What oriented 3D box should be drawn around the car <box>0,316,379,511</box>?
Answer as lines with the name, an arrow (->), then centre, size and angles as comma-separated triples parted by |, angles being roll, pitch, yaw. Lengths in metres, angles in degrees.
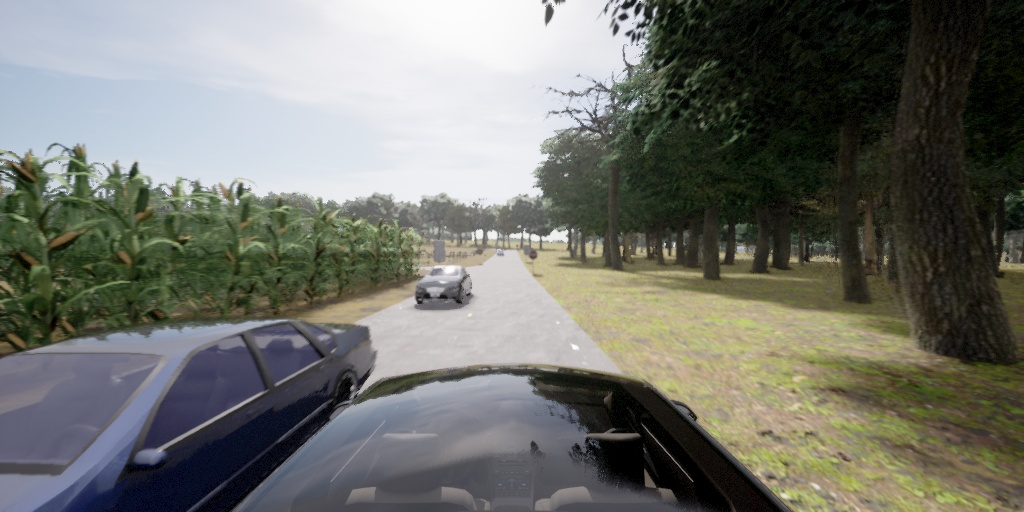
car -> -2.854, 1.295, 2.911 | 2.033, 1.411, 5.357 | 0, 0, 0

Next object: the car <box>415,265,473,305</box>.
car -> -2.858, 1.168, 15.796 | 2.128, 1.511, 4.902 | 0, 0, 0
